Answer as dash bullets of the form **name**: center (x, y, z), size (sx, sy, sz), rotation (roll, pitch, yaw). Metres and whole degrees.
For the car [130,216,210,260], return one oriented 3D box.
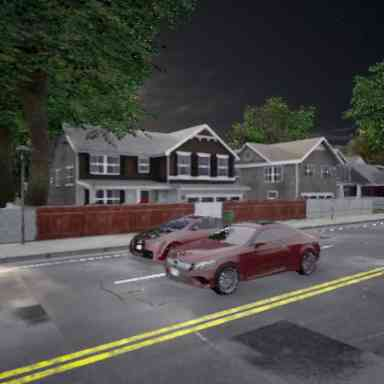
- **car**: center (-0.038, 1.546, 11.639), size (4.181, 1.385, 1.994), rotation (0, 0, -35)

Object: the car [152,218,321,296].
- **car**: center (1.511, 1.509, 8.738), size (4.674, 1.442, 1.812), rotation (0, 0, -36)
